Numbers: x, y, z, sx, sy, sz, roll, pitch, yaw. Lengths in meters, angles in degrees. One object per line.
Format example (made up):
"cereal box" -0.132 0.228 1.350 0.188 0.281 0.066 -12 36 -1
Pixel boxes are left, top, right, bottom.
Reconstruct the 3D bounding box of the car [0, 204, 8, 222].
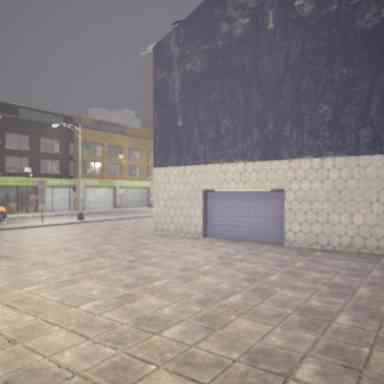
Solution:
"car" -16.271 1.421 24.511 2.097 1.767 4.553 0 0 36
